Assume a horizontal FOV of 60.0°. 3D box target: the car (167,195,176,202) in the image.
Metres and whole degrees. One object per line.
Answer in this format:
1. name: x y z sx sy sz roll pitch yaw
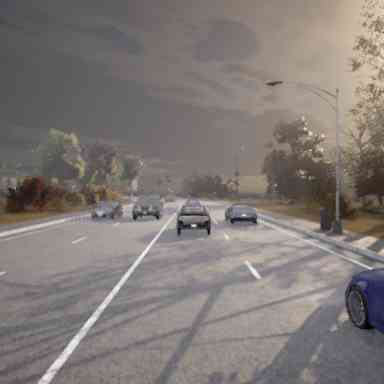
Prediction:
1. car: -4.422 1.345 69.638 2.097 1.767 4.553 0 0 -4

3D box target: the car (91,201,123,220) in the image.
1. car: -7.100 1.495 28.184 2.128 1.511 4.902 0 0 0

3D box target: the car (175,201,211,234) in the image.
1. car: 0.098 1.494 19.355 2.128 1.511 4.902 0 0 0

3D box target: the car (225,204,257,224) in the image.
1. car: 3.599 1.567 25.029 1.994 1.385 4.181 0 0 0

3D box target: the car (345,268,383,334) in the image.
1. car: 3.600 1.526 3.931 1.812 1.442 4.674 0 0 0

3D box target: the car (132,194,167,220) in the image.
1. car: -3.600 1.225 28.114 2.150 2.045 5.566 0 0 0

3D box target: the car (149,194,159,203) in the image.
1. car: -8.012 1.347 70.573 2.097 1.767 4.553 0 0 -6
